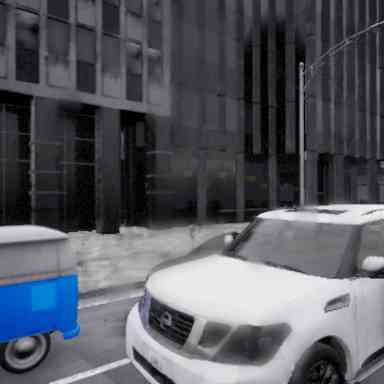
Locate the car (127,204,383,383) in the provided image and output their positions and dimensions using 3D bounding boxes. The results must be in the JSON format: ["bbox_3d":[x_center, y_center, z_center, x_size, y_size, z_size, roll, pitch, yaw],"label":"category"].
[{"bbox_3d":[1.889,1.235,4.784,5.566,2.045,2.150,0,0,-36],"label":"car"}]

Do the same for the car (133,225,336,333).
[{"bbox_3d":[1.099,1.594,7.392,4.313,1.339,1.947,0,0,-36],"label":"car"}]

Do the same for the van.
[{"bbox_3d":[-3.436,1.377,4.040,3.998,1.788,1.690,0,0,-36],"label":"van"}]
